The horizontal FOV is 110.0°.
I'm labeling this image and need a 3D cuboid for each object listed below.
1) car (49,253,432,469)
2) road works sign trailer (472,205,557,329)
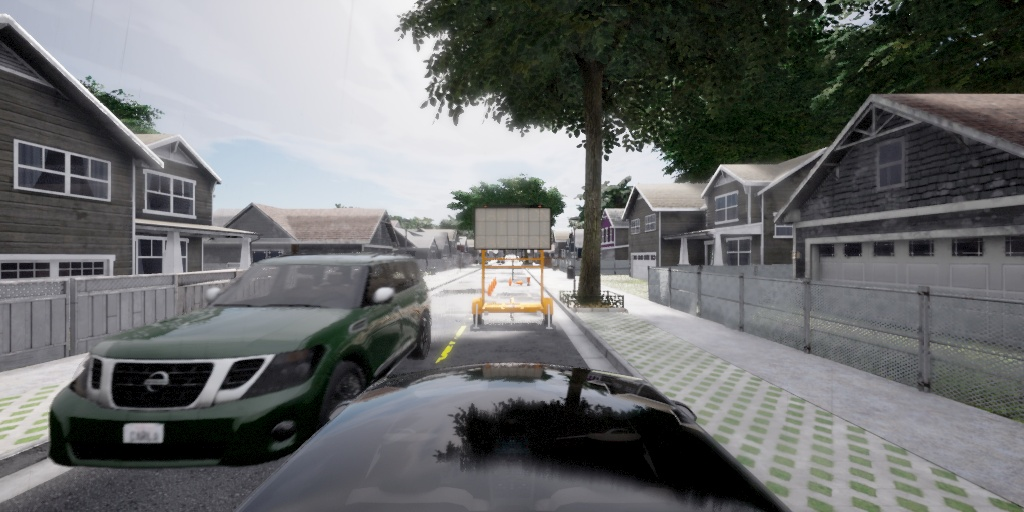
[{"bbox_3d":[-2.746,0.971,5.441,2.150,2.045,5.566,0,0,0],"label":"car"},{"bbox_3d":[0.023,0.213,11.233,2.380,3.560,2.880,0,0,0],"label":"road works sign trailer"}]
